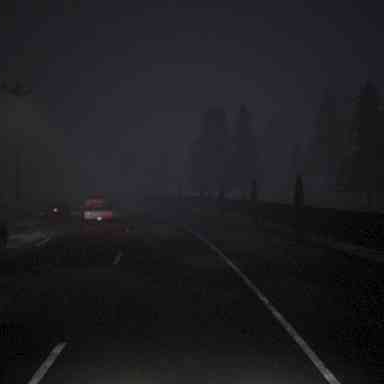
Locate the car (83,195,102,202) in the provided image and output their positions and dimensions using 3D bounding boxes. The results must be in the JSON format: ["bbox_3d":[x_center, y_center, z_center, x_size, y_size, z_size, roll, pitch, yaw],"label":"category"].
[{"bbox_3d":[-11.875,1.119,39.752,2.097,1.767,4.553,0,0,-22],"label":"car"}]

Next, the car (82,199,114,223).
[{"bbox_3d":[-6.625,1.458,24.055,1.895,1.301,4.718,0,0,-14],"label":"car"}]

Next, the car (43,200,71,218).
[{"bbox_3d":[-11.504,1.403,28.518,1.994,1.385,4.181,0,0,-17],"label":"car"}]

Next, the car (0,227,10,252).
[{"bbox_3d":[-7.698,1.549,10.595,1.895,1.301,4.718,0,0,-6],"label":"car"}]
